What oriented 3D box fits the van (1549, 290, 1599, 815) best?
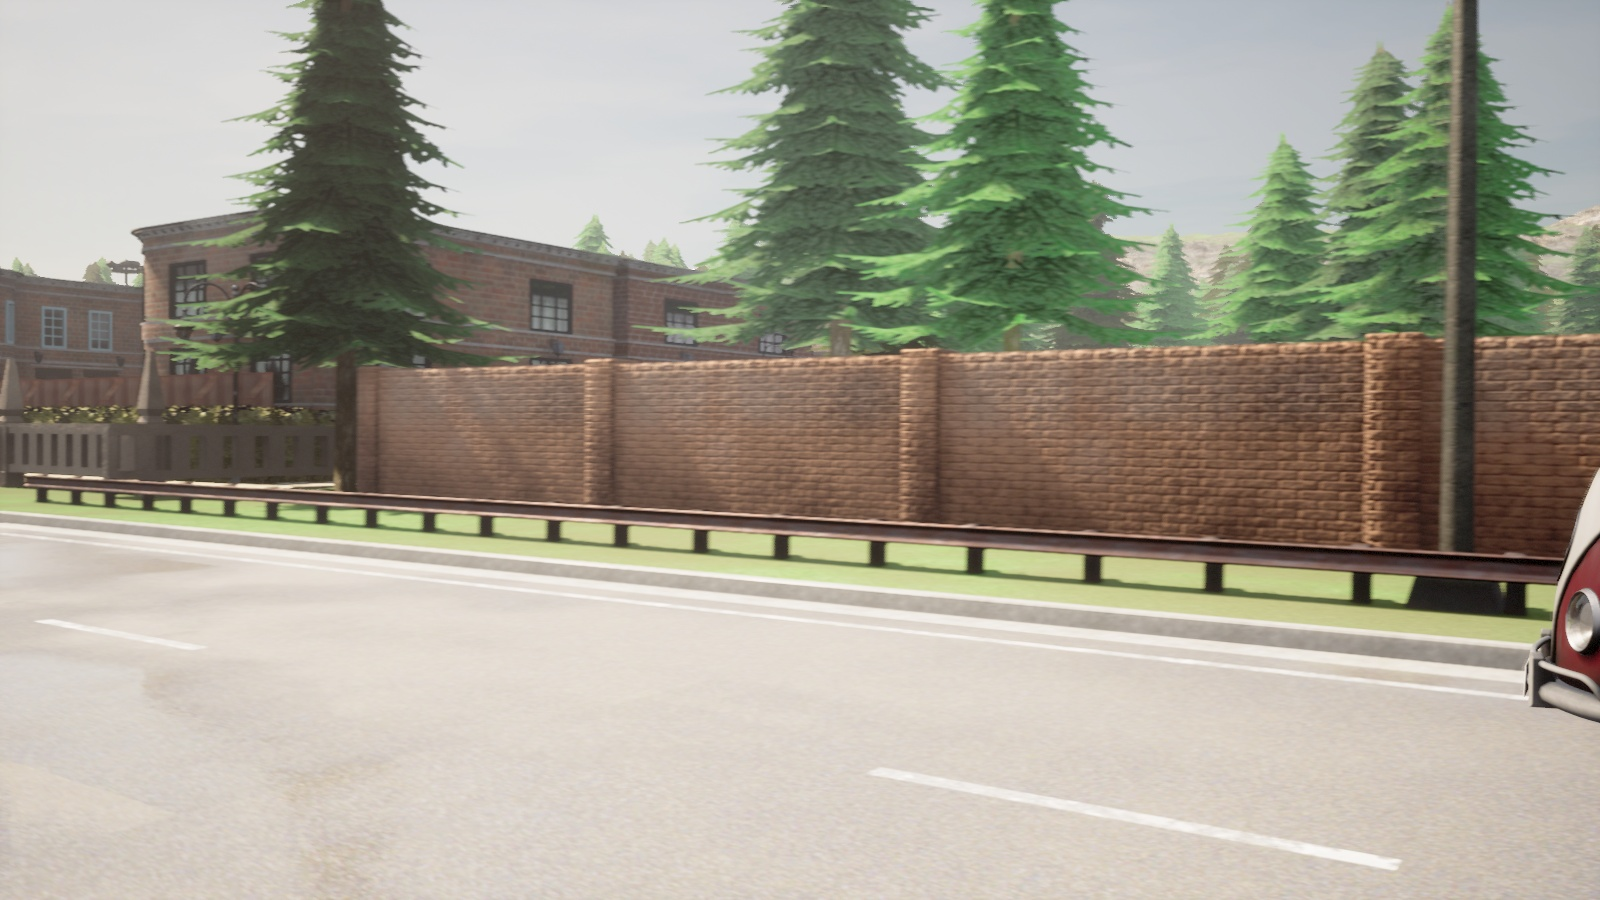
[{"bbox_3d":[5.226,0.377,4.348,4.442,1.987,1.775,0,1,34],"label":"van"}]
